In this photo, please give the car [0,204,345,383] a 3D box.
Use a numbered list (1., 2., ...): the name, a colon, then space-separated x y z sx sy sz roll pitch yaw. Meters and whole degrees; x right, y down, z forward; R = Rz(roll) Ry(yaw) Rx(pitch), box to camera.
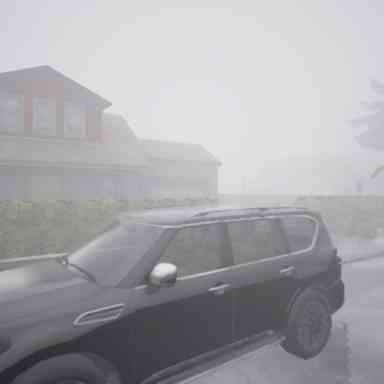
1. car: -0.225 1.221 4.446 5.566 2.045 2.150 0 0 -36
